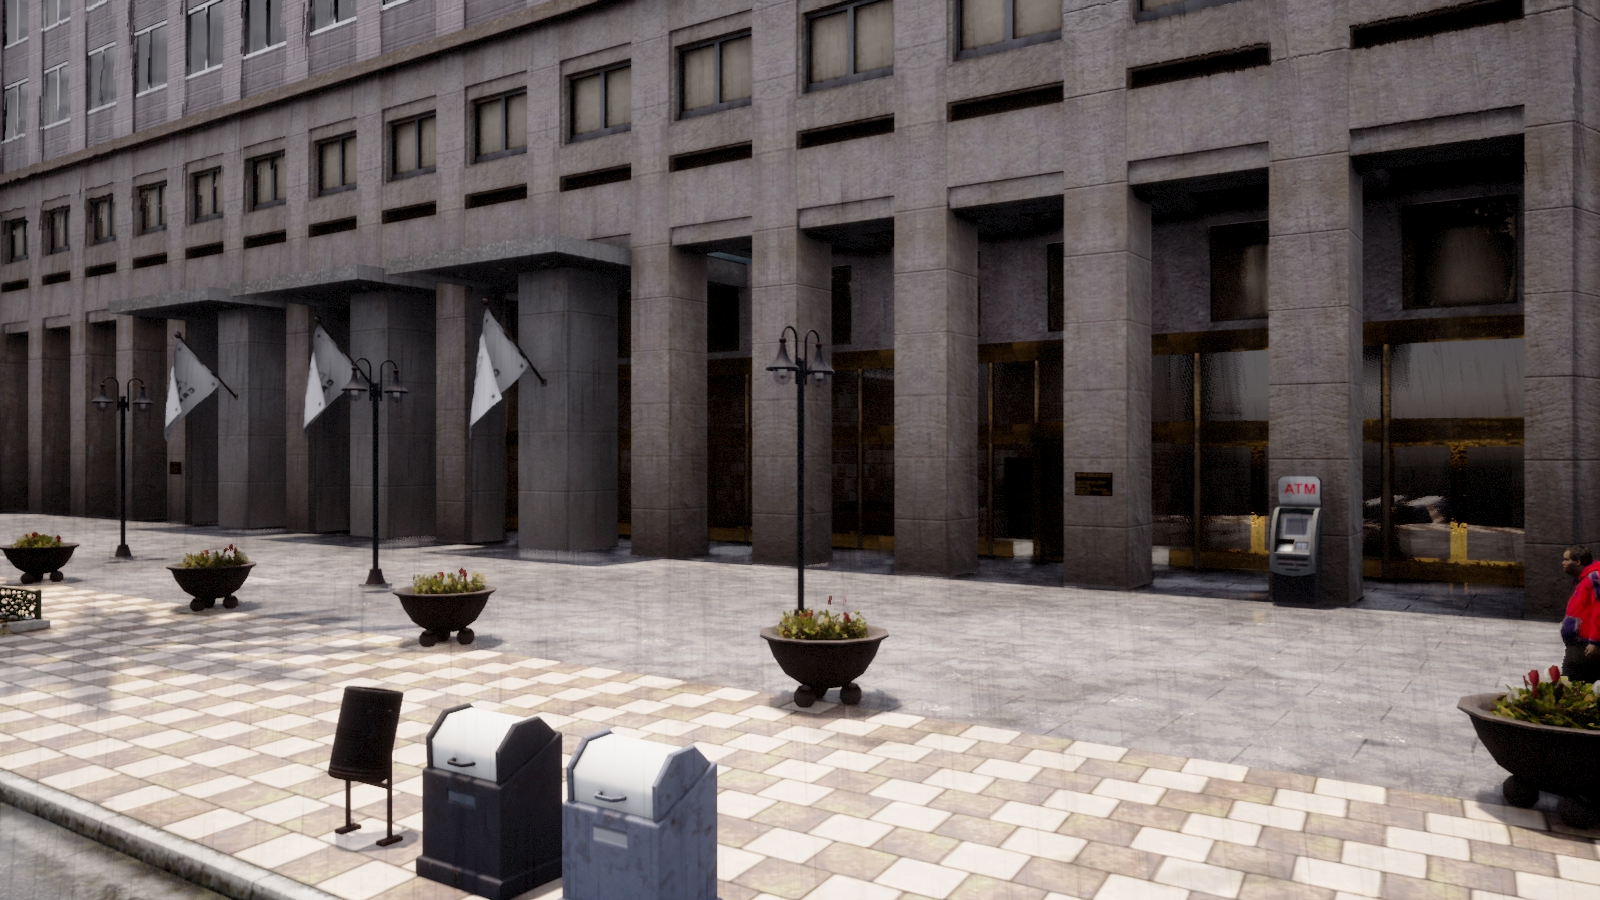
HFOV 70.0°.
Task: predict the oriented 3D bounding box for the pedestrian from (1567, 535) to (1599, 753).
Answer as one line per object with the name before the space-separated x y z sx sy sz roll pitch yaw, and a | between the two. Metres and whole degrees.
pedestrian | 7.029 1.706 10.127 0.375 1.860 0.375 0 0 32
